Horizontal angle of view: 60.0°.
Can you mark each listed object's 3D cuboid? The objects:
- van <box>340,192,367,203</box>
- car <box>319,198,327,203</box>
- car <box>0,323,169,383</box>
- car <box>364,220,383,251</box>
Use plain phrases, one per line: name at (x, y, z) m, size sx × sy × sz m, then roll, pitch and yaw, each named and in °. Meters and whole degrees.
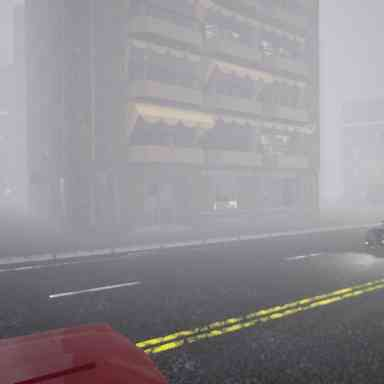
van at (26.692, 0.839, 54.958) m, size 3.998 × 1.788 × 1.690 m, roll 1°, pitch 0°, yaw 25°
car at (17.948, 1.070, 49.789) m, size 4.206 × 1.307 × 1.802 m, roll 1°, pitch 0°, yaw 25°
car at (-2.298, 1.601, 1.743) m, size 4.718 × 1.301 × 1.895 m, roll 0°, pitch 0°, yaw -32°
car at (8.456, 1.550, 12.689) m, size 4.181 × 1.385 × 1.994 m, roll 0°, pitch 0°, yaw -33°
